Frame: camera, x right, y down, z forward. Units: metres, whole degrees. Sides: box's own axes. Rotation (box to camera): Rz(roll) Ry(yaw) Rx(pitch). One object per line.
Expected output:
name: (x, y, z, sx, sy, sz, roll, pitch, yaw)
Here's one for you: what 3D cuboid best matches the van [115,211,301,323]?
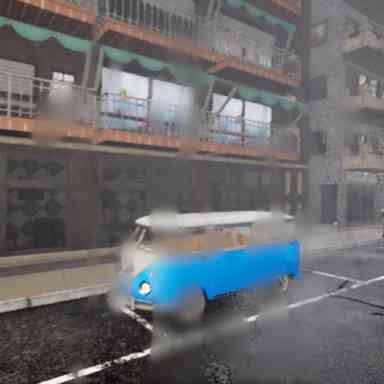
van: (0.509, 1.327, 6.901, 3.998, 1.788, 1.690, 0, 1, -35)
